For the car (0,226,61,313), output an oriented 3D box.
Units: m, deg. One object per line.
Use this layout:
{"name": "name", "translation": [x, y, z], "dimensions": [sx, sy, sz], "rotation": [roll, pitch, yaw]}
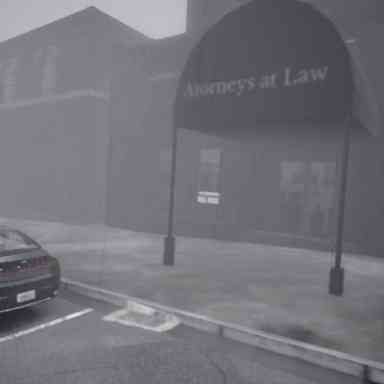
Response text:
{"name": "car", "translation": [-4.686, 1.434, 6.870], "dimensions": [4.892, 1.521, 2.231], "rotation": [0, 0, 35]}
